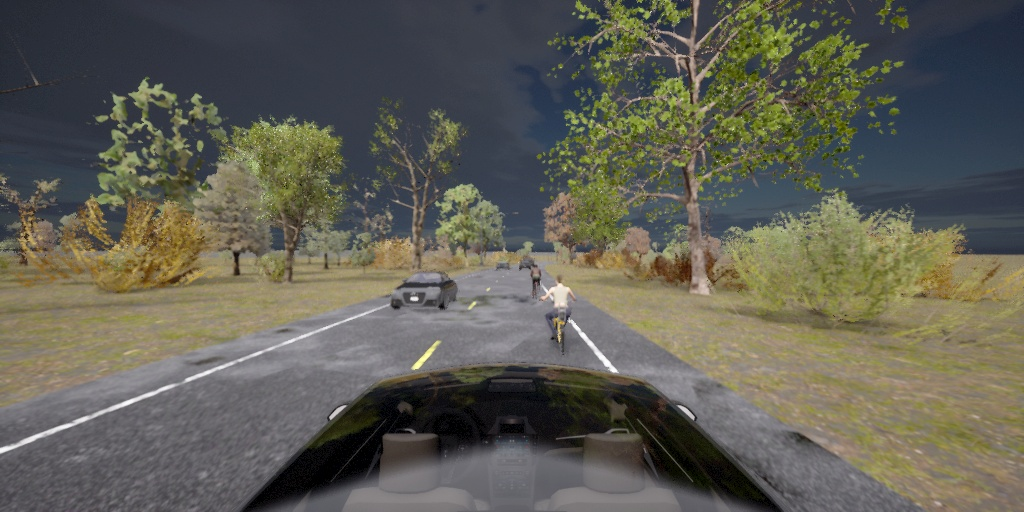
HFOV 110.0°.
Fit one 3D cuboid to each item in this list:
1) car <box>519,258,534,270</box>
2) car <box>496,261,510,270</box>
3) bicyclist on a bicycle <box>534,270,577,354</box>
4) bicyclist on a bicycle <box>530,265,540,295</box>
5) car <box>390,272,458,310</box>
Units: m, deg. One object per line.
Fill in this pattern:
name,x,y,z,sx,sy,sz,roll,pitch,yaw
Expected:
car,2.190,1.475,57.635,1.837,1.490,4.892,0,0,4
car,-1.447,1.532,58.221,1.994,1.385,4.181,0,0,4
bicyclist on a bicycle,1.025,1.198,7.808,0.866,1.612,1.509,0,0,0
bicyclist on a bicycle,1.155,1.240,17.200,0.582,1.620,1.656,0,0,1
car,-3.450,1.341,14.769,1.994,1.385,4.181,0,0,1
